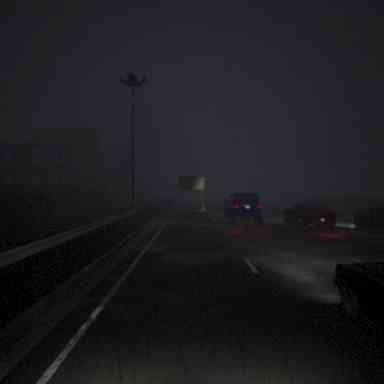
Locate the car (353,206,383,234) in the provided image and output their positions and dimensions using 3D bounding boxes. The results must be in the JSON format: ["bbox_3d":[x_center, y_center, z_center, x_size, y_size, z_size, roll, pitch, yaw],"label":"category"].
[{"bbox_3d":[10.597,1.446,18.123,1.994,1.385,4.181,0,0,0],"label":"car"}]

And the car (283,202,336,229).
[{"bbox_3d":[7.097,1.344,20.531,1.882,1.535,5.008,0,0,0],"label":"car"}]

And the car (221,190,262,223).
[{"bbox_3d":[3.597,1.064,24.217,2.150,2.045,5.566,0,0,0],"label":"car"}]

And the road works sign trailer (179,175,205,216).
[{"bbox_3d":[-0.004,0.267,30.459,2.380,3.560,2.880,0,0,0],"label":"road works sign trailer"}]

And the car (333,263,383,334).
[{"bbox_3d":[3.599,1.573,4.201,1.895,1.301,4.718,0,0,0],"label":"car"}]
